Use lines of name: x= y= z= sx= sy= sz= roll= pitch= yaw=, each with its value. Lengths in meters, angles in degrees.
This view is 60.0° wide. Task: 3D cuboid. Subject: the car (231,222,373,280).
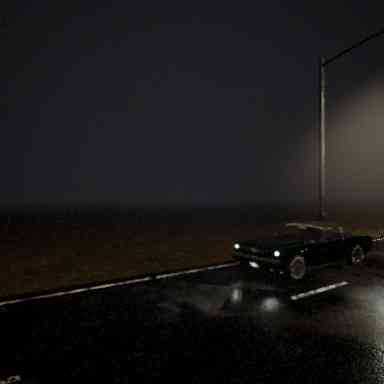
car: x=3.450 y=1.622 z=10.131 sx=4.718 sy=1.301 sz=1.895 roll=0 pitch=0 yaw=-35
